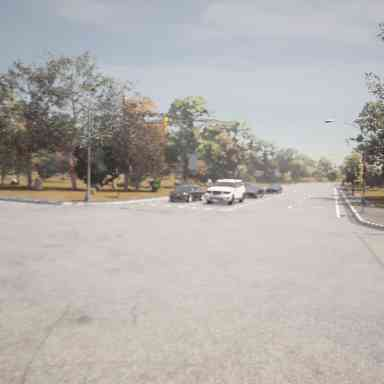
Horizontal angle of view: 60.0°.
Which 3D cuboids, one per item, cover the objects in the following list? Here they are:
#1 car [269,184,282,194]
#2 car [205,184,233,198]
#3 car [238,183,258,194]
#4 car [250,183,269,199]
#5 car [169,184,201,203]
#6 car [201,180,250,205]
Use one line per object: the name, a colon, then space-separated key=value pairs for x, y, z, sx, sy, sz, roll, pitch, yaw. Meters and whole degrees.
car: x=12.815 y=-0.473 z=51.472 sx=2.033 sy=1.411 sz=5.357 roll=3 pitch=3 yaw=23
car: x=3.146 y=-0.122 z=37.979 sx=1.994 sy=1.385 sz=4.181 roll=3 pitch=3 yaw=21
car: x=8.622 y=-0.603 z=50.592 sx=1.837 sy=1.490 sz=4.892 roll=3 pitch=3 yaw=24
car: x=7.056 y=-0.031 z=38.200 sx=2.033 sy=1.411 sz=5.357 roll=3 pitch=3 yaw=23
car: x=-0.341 y=0.092 z=29.814 sx=1.837 sy=1.490 sz=4.892 roll=3 pitch=3 yaw=23
car: x=3.031 y=-0.042 z=28.772 sx=2.150 sy=2.045 sz=5.566 roll=3 pitch=3 yaw=23
